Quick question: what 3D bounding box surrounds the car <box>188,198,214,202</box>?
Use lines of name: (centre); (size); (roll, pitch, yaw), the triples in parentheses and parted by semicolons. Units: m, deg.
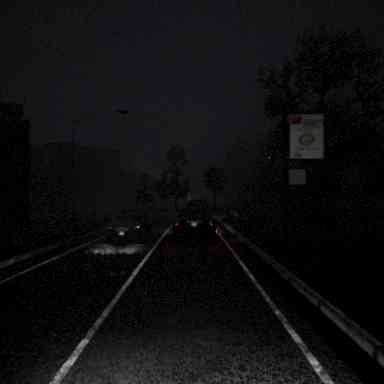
car: (0.669, 1.738, 32.926); (2.150, 2.045, 5.566); (0, -1, 7)

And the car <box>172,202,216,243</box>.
car: (0.096, 1.557, 17.410); (2.097, 1.767, 4.553); (0, -1, 0)

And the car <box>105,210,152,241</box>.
car: (-3.260, 1.708, 17.895); (2.128, 1.511, 4.902); (0, -1, 0)
